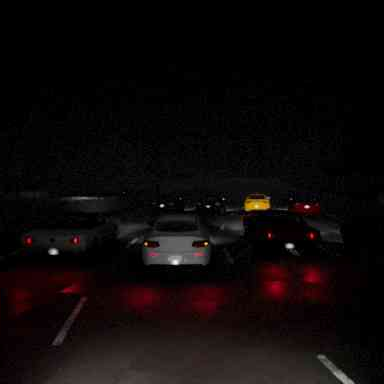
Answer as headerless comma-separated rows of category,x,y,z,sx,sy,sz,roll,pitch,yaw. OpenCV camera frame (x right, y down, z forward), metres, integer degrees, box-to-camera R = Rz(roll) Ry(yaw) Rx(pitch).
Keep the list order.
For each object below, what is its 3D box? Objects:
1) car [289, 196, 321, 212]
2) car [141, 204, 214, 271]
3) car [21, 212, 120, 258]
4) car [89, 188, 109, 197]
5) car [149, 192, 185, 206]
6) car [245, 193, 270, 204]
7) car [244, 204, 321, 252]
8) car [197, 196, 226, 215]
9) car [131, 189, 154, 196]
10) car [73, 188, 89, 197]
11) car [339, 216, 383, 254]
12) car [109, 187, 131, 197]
car,8.554,0.969,25.491,1.994,1.385,4.181,0,2,11
car,-0.411,1.313,9.982,1.812,1.442,4.674,0,1,-1
car,-3.899,1.354,11.629,1.895,1.301,4.718,0,1,0
car,-14.427,0.093,54.344,1.895,1.301,4.718,0,2,12
car,-1.854,0.953,26.980,1.994,1.385,4.181,0,2,11
car,5.280,0.848,26.968,1.882,1.535,5.008,0,2,11
car,3.107,1.334,12.561,1.895,1.301,4.718,0,1,1
car,1.576,0.964,26.289,1.994,1.385,4.181,0,2,11
car,-7.570,0.115,52.979,1.895,1.301,4.718,0,2,11
car,-17.854,0.007,55.031,1.812,1.442,4.674,0,2,12
car,6.554,1.377,10.533,1.895,1.301,4.718,0,1,-1
car,-11.000,-0.019,53.655,1.882,1.535,5.008,0,2,12
